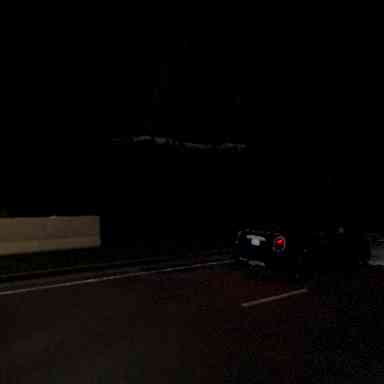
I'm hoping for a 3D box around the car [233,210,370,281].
[{"bbox_3d":[3.503,1.421,10.314,4.553,1.767,2.097,1,0,-34],"label":"car"}]
